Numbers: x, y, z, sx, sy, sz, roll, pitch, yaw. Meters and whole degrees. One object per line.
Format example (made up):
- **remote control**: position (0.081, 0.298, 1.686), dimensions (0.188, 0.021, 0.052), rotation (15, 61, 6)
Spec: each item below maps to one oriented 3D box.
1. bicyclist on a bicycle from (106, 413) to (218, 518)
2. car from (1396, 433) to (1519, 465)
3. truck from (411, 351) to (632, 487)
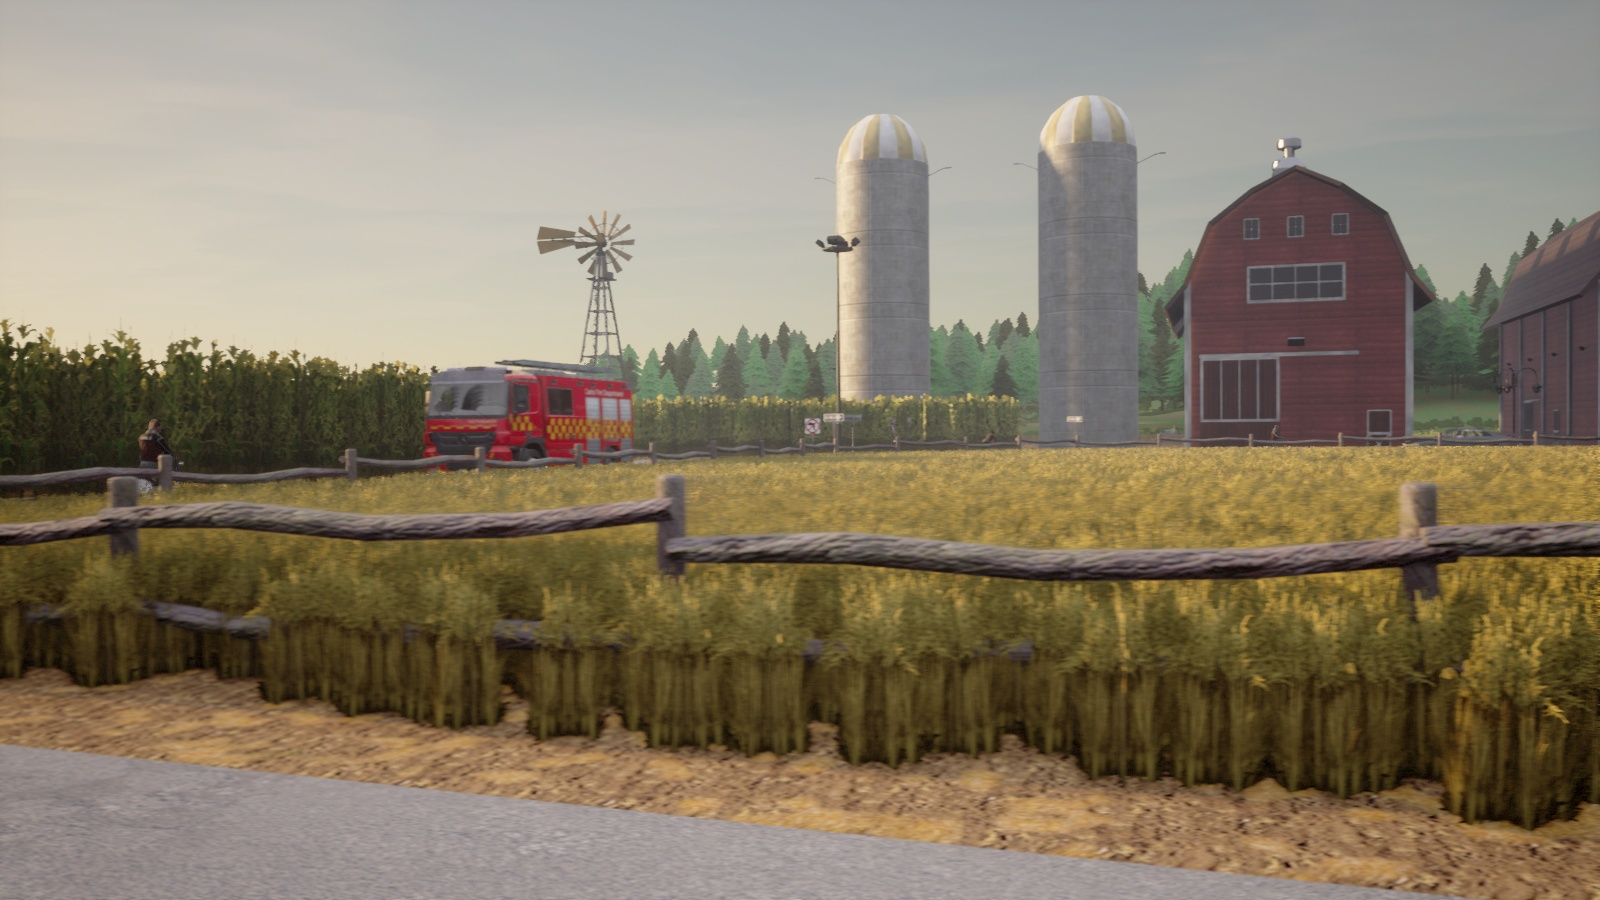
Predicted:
- **bicyclist on a bicycle**: position (-11.309, 0.252, 22.332), dimensions (0.659, 1.776, 1.843), rotation (0, 1, 19)
- **car**: position (31.681, -0.085, 60.688), dimensions (4.902, 1.511, 2.128), rotation (0, 1, 15)
- **truck**: position (-8.552, -0.921, 39.992), dimensions (2.891, 3.827, 8.468), rotation (0, 1, 19)
